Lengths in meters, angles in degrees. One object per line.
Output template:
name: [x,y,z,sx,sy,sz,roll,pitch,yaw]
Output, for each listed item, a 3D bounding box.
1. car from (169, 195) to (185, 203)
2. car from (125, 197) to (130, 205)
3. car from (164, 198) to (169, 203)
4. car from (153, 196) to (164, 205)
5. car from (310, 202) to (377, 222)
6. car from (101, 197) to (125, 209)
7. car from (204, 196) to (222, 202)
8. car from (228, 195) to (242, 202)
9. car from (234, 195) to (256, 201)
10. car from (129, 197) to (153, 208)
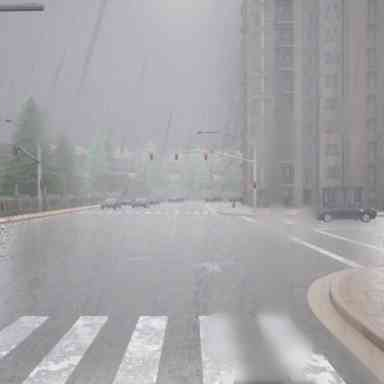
car: [-3.316,1.352,69.249,2.097,1.767,4.553,0,0,25]
car: [-10.435,1.563,53.129,1.994,1.385,4.181,0,0,2]
car: [-7.416,1.548,68.759,2.033,1.411,5.357,0,0,20]
car: [-6.760,1.547,57.406,2.033,1.411,5.357,0,0,7]
car: [11.799,1.560,26.099,4.892,1.490,1.837,0,0,0]
car: [-10.682,1.526,44.251,1.812,1.442,4.674,0,0,1]
car: [4.804,1.524,74.536,4.674,1.442,1.812,0,0,-42]
car: [10.161,1.553,74.639,4.181,1.385,1.994,0,0,-38]
car: [12.867,1.500,80.433,4.892,1.490,1.837,0,0,-24]
car: [-7.154,1.526,47.092,1.812,1.442,4.674,0,0,1]
